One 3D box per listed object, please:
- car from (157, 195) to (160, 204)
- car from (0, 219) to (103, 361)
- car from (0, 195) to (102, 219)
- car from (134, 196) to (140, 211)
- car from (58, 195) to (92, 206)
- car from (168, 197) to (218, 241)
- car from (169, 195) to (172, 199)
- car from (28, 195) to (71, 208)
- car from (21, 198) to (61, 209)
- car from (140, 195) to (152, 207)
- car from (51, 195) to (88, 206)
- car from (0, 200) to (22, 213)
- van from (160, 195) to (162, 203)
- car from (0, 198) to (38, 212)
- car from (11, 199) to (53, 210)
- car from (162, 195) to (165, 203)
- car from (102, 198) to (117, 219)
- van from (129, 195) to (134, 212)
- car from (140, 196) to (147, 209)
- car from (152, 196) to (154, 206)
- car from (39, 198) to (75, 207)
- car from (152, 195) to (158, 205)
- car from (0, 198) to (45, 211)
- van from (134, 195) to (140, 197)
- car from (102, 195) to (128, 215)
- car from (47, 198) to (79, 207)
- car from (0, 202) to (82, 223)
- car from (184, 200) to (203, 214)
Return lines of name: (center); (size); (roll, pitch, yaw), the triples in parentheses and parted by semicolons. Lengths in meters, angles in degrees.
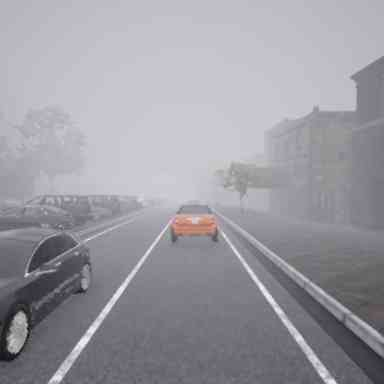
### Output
car: (-9.004, 1.757, 59.788); (5.366, 1.575, 1.946); (0, -1, 0)
car: (-3.244, 1.493, 5.953); (1.837, 1.490, 4.892); (0, 0, 0)
car: (-8.854, 1.201, 20.549); (5.566, 2.045, 2.435); (0, 0, 0)
car: (-8.806, 1.561, 37.366); (4.892, 1.521, 2.231); (0, 0, 0)
car: (-21.871, 1.537, 62.224); (5.566, 2.045, 2.435); (0, -1, 0)
car: (0.116, 1.323, 16.598); (2.097, 1.767, 4.553); (0, 0, 0)
car: (-8.800, 1.825, 87.822); (5.566, 2.045, 2.435); (0, -1, 0)
car: (-21.867, 1.423, 51.207); (5.566, 2.045, 2.435); (0, 0, 0)
car: (-21.923, 1.679, 48.421); (4.792, 1.488, 2.163); (0, 0, 0)
car: (-8.842, 1.377, 45.778); (5.566, 2.045, 2.435); (0, 0, 0)
car: (-21.869, 1.507, 59.562); (5.566, 2.045, 2.435); (0, -1, 0)
car: (-21.889, 1.600, 37.280); (4.674, 1.452, 2.002); (0, 0, 0)
van: (-8.704, 1.597, 65.397); (4.442, 1.987, 1.878); (0, -1, 0)
car: (-21.706, 1.579, 40.066); (5.366, 1.575, 1.946); (0, 0, 0)
car: (-21.864, 1.657, 45.636); (4.792, 1.488, 2.163); (0, 0, 0)
car: (-8.793, 1.916, 71.000); (4.792, 1.488, 2.163); (0, -1, 0)
car: (-8.824, 1.478, 26.152); (4.892, 1.521, 2.231); (0, 0, 0)
van: (-8.696, 1.312, 34.564); (4.442, 1.987, 1.878); (0, 0, 0)
car: (-8.807, 1.605, 42.972); (5.008, 1.535, 2.097); (0, 0, 0)
car: (-8.786, 1.705, 51.380); (4.792, 1.488, 2.163); (0, -1, 0)
car: (-21.891, 1.701, 53.991); (5.008, 1.535, 2.097); (0, -1, 0)
car: (-8.812, 1.729, 56.988); (5.008, 1.535, 2.097); (0, -1, 0)
car: (-21.887, 1.605, 42.852); (5.008, 1.535, 2.097); (0, 0, 0)
van: (-8.928, 1.357, 40.170); (4.442, 1.987, 1.878); (0, 0, 0)
car: (-8.844, 1.244, 28.959); (5.566, 2.045, 2.435); (0, 0, 0)
car: (-21.895, 1.767, 56.651); (4.674, 1.452, 2.002); (0, -1, 0)
car: (-8.824, 1.446, 17.747); (4.892, 1.521, 2.231); (0, 0, 0)
car: (0.137, 1.641, 37.306); (2.033, 1.411, 5.357); (0, 0, 0)
